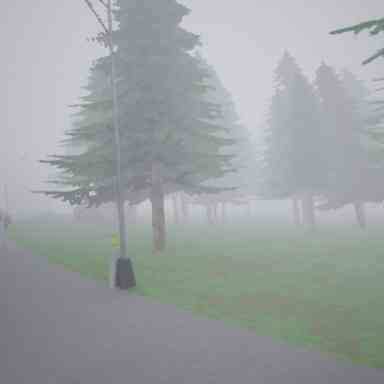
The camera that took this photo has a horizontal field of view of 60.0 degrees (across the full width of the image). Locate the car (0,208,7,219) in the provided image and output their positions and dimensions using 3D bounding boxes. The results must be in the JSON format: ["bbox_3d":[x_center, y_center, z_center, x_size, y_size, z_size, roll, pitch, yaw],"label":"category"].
[{"bbox_3d":[-21.948,2.312,36.358,2.128,1.511,4.902,-4,-1,-10],"label":"car"}]
